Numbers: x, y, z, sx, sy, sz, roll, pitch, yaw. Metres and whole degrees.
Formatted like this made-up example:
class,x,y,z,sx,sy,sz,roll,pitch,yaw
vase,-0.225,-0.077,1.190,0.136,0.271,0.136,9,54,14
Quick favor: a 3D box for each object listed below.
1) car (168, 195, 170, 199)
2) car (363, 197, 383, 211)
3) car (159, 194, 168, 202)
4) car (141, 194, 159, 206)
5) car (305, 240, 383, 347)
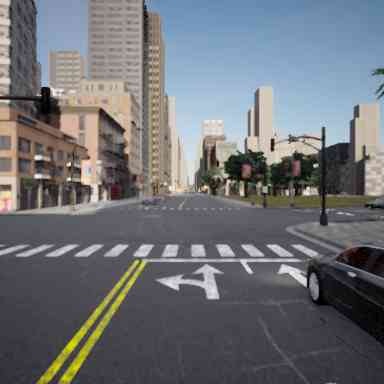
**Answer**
class,x,y,z,sx,sy,sz,roll,pitch,yaw
car,-6.612,1.162,83.044,1.994,1.385,4.181,0,0,0
car,21.860,1.288,37.323,5.357,1.411,2.033,-1,0,-21
car,-6.615,1.164,67.115,2.097,1.767,4.553,0,0,0
car,-6.678,1.387,51.589,1.812,1.442,4.674,0,0,1
car,3.370,1.495,5.189,1.837,1.490,4.892,0,0,-2
